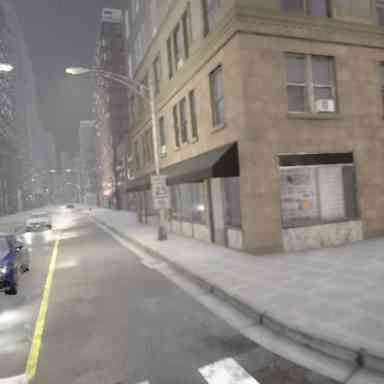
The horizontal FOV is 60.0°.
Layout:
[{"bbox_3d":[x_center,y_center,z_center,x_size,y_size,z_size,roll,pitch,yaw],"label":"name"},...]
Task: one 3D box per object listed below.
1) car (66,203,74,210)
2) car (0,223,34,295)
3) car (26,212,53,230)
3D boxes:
[{"bbox_3d":[-31.892,3.805,87.146,1.837,1.490,4.892,-4,0,-21],"label":"car"},{"bbox_3d":[-5.831,1.947,9.510,1.812,1.442,4.674,-4,0,-21],"label":"car"},{"bbox_3d":[-12.931,2.456,28.309,1.812,1.442,4.674,-4,0,-21],"label":"car"}]
